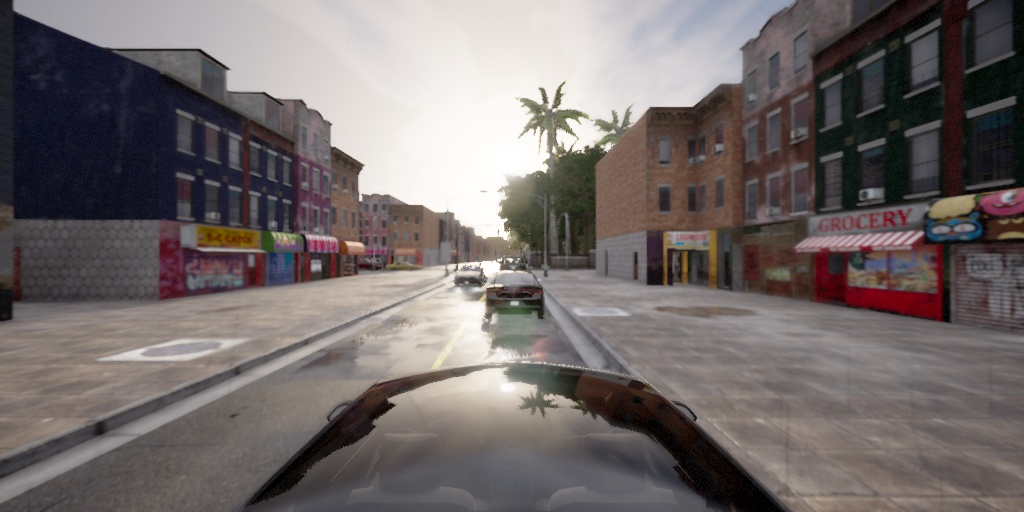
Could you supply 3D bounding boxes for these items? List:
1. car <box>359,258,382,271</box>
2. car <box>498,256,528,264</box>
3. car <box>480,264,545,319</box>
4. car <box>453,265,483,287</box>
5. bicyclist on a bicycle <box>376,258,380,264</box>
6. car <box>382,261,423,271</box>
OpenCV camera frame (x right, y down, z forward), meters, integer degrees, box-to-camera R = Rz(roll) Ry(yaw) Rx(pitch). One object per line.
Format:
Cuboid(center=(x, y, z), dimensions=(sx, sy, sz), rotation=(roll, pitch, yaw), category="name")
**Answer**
Cuboid(center=(-20.062, 1.152, 48.251), dimensions=(5.009, 1.841, 2.192), rotation=(0, 0, 0), category="car")
Cuboid(center=(0.093, 0.989, 28.725), dimensions=(2.150, 2.045, 5.566), rotation=(0, 0, 0), category="car")
Cuboid(center=(0.090, 1.232, 12.948), dimensions=(1.882, 1.535, 5.008), rotation=(0, 0, 0), category="car")
Cuboid(center=(-2.847, 1.311, 25.292), dimensions=(2.033, 1.411, 5.357), rotation=(0, 0, 0), category="car")
Cuboid(center=(-20.145, 1.152, 53.897), dimensions=(0.582, 1.620, 1.656), rotation=(0, 0, 0), category="bicyclist on a bicycle")
Cuboid(center=(-14.441, 1.348, 48.257), dimensions=(4.829, 1.417, 1.751), rotation=(0, 0, 0), category="car")
